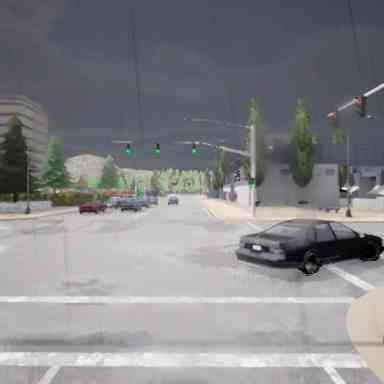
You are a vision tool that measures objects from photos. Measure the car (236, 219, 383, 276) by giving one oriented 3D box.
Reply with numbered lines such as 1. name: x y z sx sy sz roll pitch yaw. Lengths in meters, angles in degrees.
1. car: 3.866 1.563 10.451 5.357 1.411 2.033 0 0 -34

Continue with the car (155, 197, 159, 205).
1. car: -7.004 1.577 58.948 2.128 1.511 4.902 0 0 0

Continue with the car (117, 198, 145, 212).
1. car: -7.084 1.658 39.036 1.895 1.301 4.718 0 0 0

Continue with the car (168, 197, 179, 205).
1. car: -3.395 1.637 61.891 2.033 1.411 5.357 0 0 0

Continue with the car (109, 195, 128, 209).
1. car: -10.588 1.557 45.036 2.128 1.511 4.902 0 0 0

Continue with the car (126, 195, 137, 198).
1. car: -10.535 1.628 55.500 2.033 1.411 5.357 0 0 1

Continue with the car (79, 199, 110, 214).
1. car: -10.590 1.653 35.768 1.895 1.301 4.718 0 0 0

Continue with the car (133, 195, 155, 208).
1. car: -7.076 1.618 48.681 2.033 1.411 5.357 0 0 0
